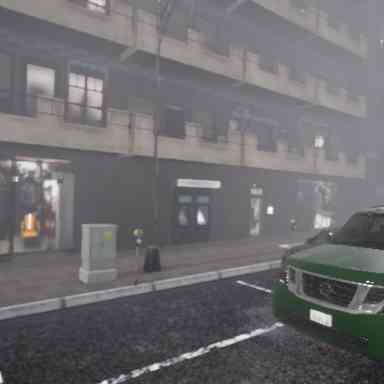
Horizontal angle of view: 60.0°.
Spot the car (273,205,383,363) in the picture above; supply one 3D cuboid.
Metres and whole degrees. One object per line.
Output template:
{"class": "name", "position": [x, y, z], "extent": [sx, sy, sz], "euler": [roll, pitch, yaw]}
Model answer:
{"class": "car", "position": [3.889, 1.269, 5.843], "extent": [5.566, 2.045, 2.150], "euler": [1, 0, -35]}

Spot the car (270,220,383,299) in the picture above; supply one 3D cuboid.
{"class": "car", "position": [4.380, 1.631, 9.198], "extent": [4.313, 1.339, 1.947], "euler": [1, 1, -35]}
